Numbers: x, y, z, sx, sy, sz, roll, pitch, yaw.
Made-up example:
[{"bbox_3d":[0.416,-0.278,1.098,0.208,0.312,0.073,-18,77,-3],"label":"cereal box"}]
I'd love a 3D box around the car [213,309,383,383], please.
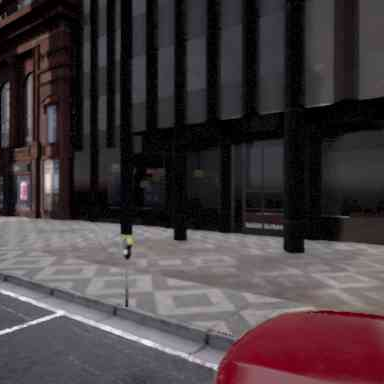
[{"bbox_3d":[2.342,1.316,1.289,5.009,1.841,2.192,0,0,35],"label":"car"}]
